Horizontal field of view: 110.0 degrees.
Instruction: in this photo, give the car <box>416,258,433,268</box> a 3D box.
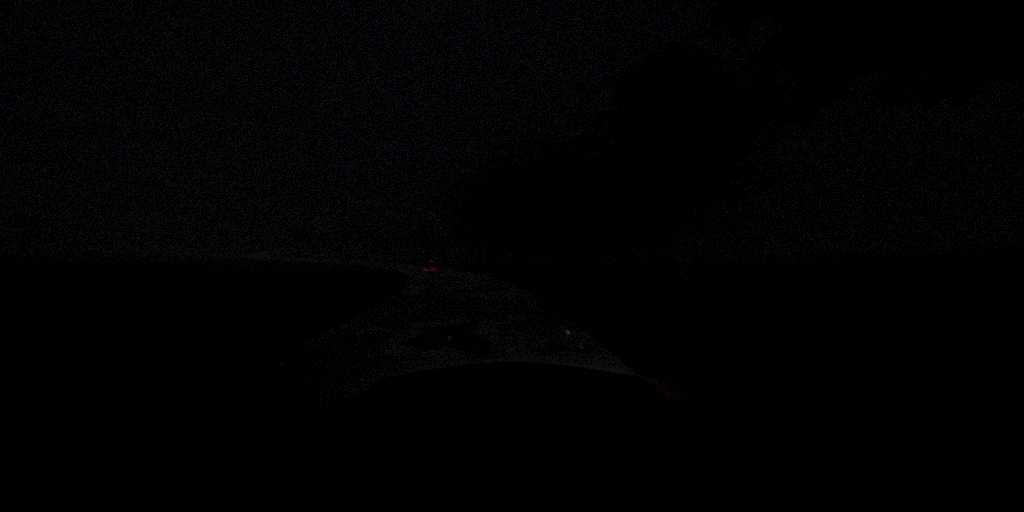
[{"bbox_3d":[-13.384,0.999,54.890,2.128,1.511,4.902,-2,1,-27],"label":"car"}]
